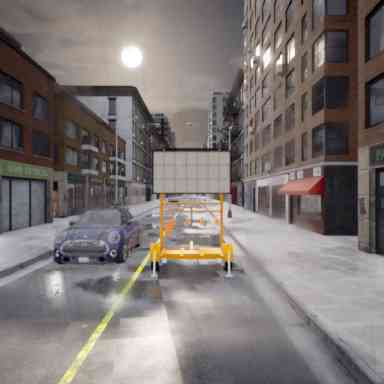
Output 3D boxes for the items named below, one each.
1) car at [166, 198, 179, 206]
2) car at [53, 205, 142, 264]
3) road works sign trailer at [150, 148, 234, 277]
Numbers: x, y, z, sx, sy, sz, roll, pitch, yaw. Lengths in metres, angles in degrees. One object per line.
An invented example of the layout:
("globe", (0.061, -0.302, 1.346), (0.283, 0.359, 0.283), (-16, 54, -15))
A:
("car", (-3.141, 1.633, 54.530), (1.895, 1.301, 4.718), (0, 0, 0))
("car", (-3.110, 1.353, 11.789), (2.097, 1.767, 4.553), (0, 0, 0))
("road works sign trailer", (-0.008, 0.465, 10.225), (2.380, 3.560, 2.880), (0, 0, 0))
